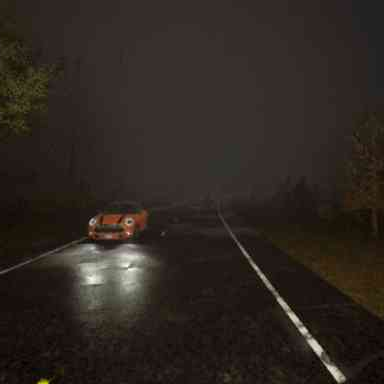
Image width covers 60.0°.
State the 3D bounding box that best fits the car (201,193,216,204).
[{"bbox_3d":[2.501,1.236,52.723,1.994,1.385,4.181,0,0,5],"label":"car"}]

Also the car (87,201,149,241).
[{"bbox_3d":[-3.421,1.258,16.128,2.097,1.767,4.553,0,0,1],"label":"car"}]
